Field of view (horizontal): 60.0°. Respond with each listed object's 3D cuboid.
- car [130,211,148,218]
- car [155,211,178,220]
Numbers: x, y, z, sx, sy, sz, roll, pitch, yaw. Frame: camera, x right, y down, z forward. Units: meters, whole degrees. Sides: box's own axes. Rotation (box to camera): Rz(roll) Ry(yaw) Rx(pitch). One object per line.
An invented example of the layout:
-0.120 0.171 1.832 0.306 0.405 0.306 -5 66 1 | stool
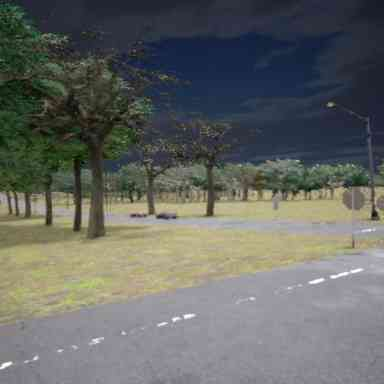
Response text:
-10.526 4.466 65.429 1.895 1.301 4.718 -2 -1 -34 | car
-4.371 3.956 56.464 2.033 1.411 5.357 -2 -1 -34 | car
